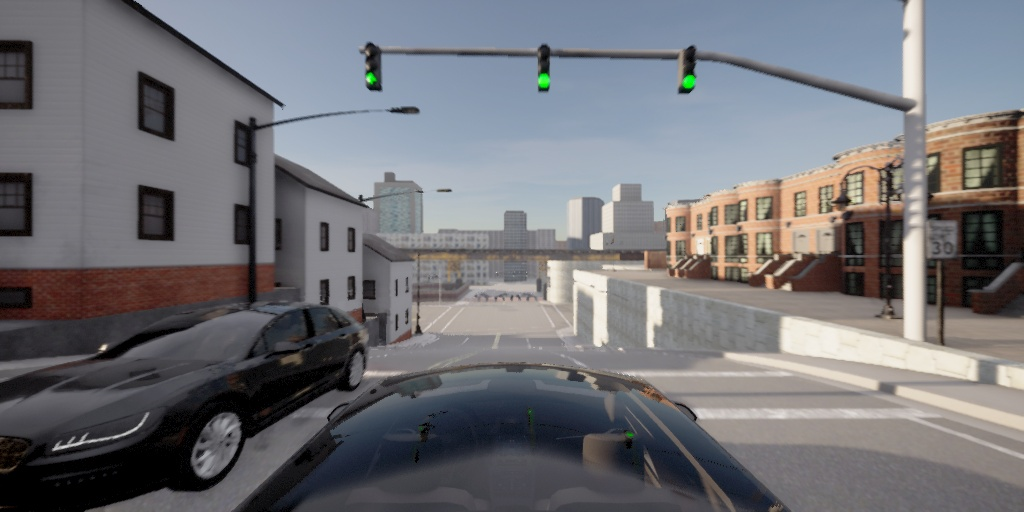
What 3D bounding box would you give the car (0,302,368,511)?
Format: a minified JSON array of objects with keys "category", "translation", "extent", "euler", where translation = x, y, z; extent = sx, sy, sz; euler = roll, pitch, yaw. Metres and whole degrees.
[{"category":"car","translation":[-3.514,1.387,4.688],"extent":[1.837,1.490,4.892],"euler":[0,-5,0]}]
